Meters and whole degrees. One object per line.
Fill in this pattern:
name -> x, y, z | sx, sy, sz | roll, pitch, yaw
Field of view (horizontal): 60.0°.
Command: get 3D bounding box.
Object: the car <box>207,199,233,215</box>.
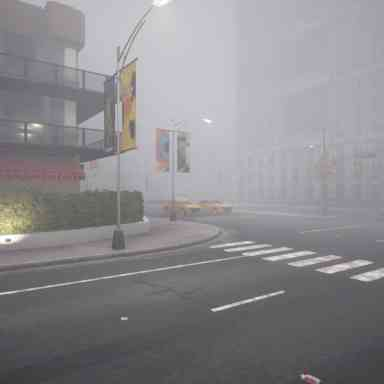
car -> 2.090, 1.478, 34.307 | 1.882, 1.535, 5.008 | 0, 0, -35

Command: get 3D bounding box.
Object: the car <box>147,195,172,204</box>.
car -> -6.142, 1.601, 59.288 | 4.718, 1.301, 1.895 | 0, 0, 42

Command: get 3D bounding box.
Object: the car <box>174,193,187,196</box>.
car -> -2.530, 1.221, 62.095 | 2.150, 2.045, 5.566 | 0, 0, -20

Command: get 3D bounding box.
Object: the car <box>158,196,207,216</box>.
car -> -1.037, 1.478, 32.669 | 1.882, 1.535, 5.008 | 0, 0, -35
